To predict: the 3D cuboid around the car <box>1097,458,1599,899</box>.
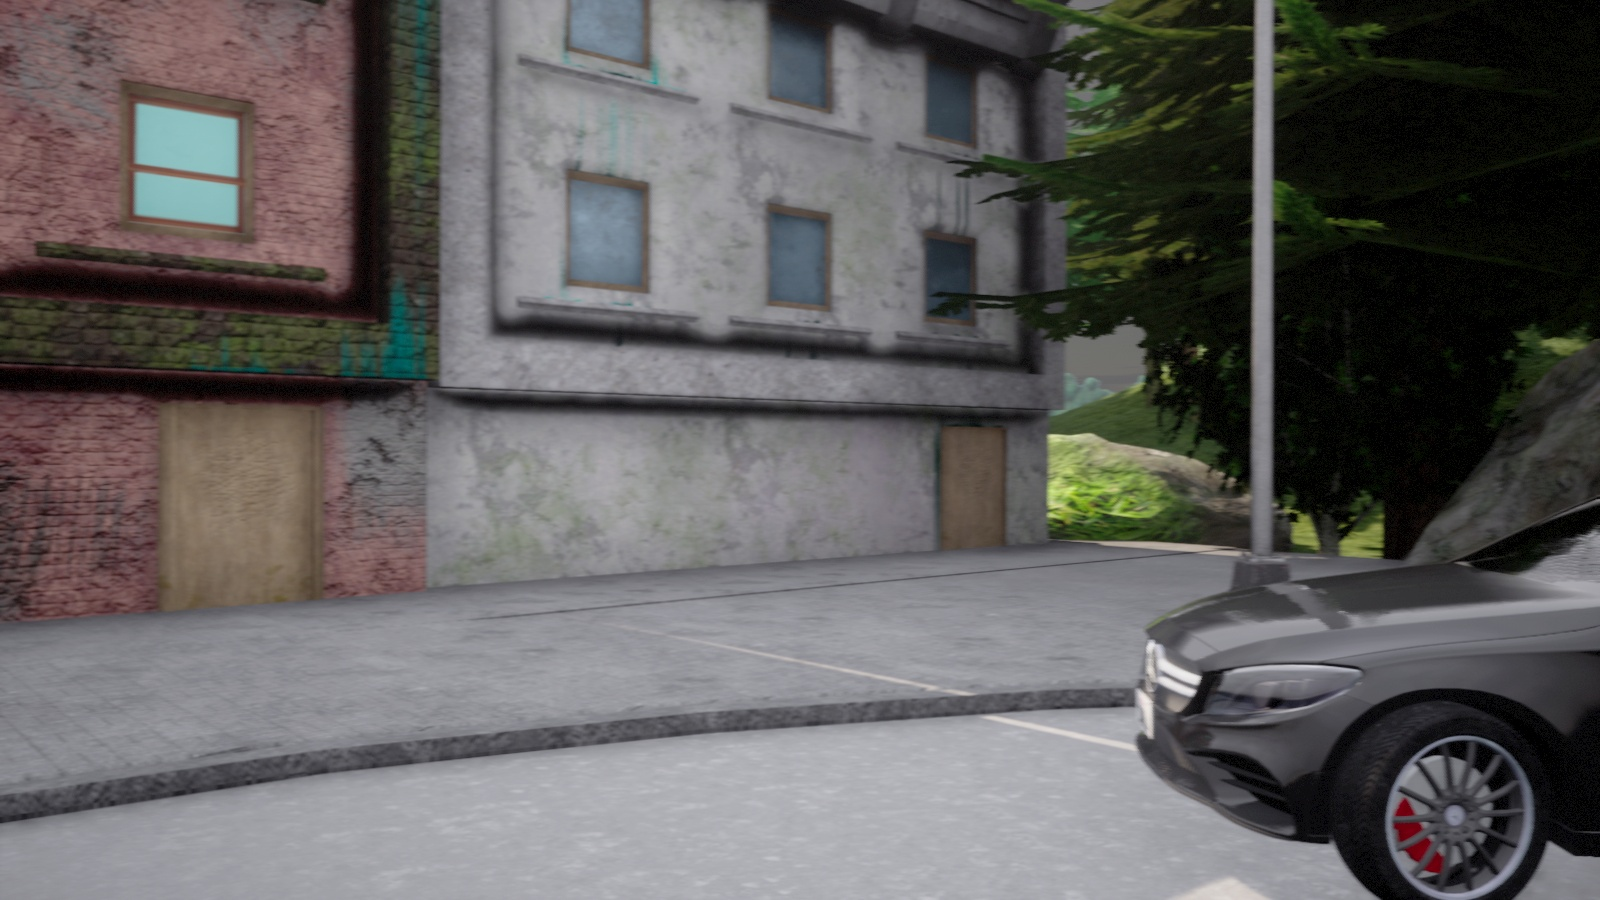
[{"bbox_3d":[3.614,0.760,4.666,4.674,1.442,1.812,0,0,5],"label":"car"}]
